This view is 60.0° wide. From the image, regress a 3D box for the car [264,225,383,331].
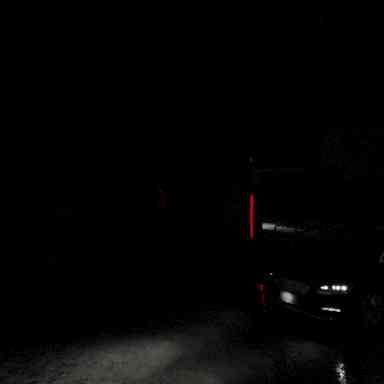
[{"bbox_3d":[3.607,1.491,6.941,4.902,1.511,2.128,0,0,-35],"label":"car"}]
